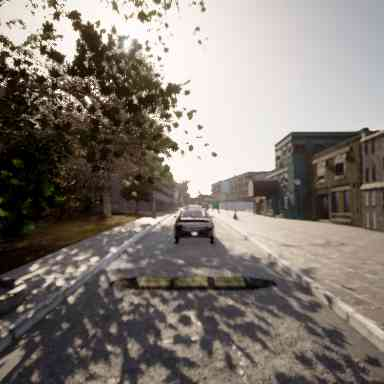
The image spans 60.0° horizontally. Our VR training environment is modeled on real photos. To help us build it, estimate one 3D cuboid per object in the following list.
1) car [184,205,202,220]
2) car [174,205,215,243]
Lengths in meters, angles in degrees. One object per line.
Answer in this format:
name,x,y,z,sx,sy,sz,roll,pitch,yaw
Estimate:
car,0.114,2.101,34.842,1.812,1.442,4.674,0,-2,0
car,0.108,1.611,16.704,2.128,1.511,4.902,0,-1,0
